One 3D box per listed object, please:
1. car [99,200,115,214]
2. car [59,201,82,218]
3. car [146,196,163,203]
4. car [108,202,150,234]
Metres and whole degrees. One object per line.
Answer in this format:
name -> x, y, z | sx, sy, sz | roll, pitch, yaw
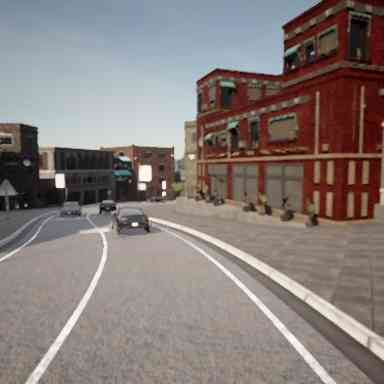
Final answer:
car -> -9.822, 1.652, 39.089 | 1.882, 1.535, 5.008 | -1, 0, -13
car -> -12.180, 1.744, 33.520 | 1.837, 1.490, 4.892 | -2, 0, -16
car -> -8.330, 1.713, 74.328 | 1.882, 1.535, 5.008 | 2, 0, 26
car -> -3.718, 1.554, 19.708 | 1.812, 1.442, 4.674 | -2, 0, -18
